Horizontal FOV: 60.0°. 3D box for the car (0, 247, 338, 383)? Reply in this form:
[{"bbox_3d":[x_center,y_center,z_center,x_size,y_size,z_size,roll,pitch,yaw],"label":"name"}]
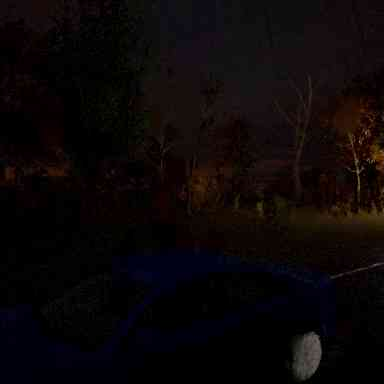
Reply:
[{"bbox_3d":[-0.370,1.477,3.774,5.008,1.535,1.882,0,0,-36],"label":"car"}]
